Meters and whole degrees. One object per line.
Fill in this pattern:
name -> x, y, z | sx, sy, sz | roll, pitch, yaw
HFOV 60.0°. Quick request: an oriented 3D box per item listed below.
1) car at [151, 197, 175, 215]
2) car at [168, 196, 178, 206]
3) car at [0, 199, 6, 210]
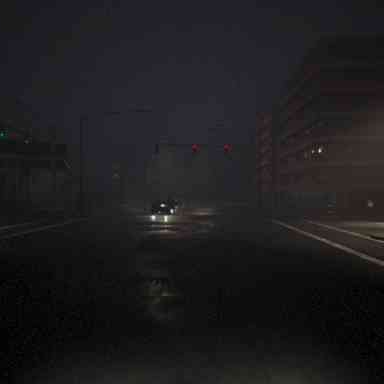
car -> -3.153, 1.547, 34.731 | 2.033, 1.411, 5.357 | 0, 0, -1
car -> -3.231, 1.564, 44.118 | 1.994, 1.385, 4.181 | 0, 0, 0
car -> -24.030, 1.456, 38.948 | 3.806, 1.475, 1.970 | 0, 0, 1
